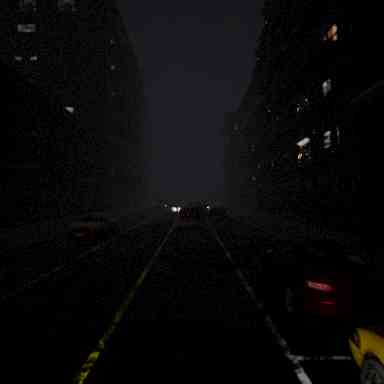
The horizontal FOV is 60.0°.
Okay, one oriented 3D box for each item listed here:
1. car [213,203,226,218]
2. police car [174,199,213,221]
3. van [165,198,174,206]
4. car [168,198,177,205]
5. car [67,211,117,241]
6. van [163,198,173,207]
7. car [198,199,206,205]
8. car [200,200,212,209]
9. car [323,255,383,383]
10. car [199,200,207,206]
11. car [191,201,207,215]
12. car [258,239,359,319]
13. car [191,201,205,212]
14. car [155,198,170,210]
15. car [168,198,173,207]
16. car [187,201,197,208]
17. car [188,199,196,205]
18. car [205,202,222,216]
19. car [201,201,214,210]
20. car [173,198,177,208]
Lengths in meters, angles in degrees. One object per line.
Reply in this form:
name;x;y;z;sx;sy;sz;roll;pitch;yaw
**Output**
car;2.584;1.949;34.835;1.887;1.381;4.507;1;-1;0
police car;0.275;1.792;31.885;1.930;1.638;5.238;0;-1;15
van;-5.293;2.349;79.141;1.690;1.788;3.998;1;-1;0
car;-5.293;2.490;90.201;2.192;1.841;5.009;1;-1;0
car;-5.294;1.728;18.144;1.752;1.417;4.829;2;-1;0
van;-5.292;2.267;73.609;1.690;1.788;3.998;2;-1;0
car;2.592;2.614;90.139;1.967;1.590;4.097;1;-1;0
car;2.583;2.321;62.486;2.008;1.369;4.403;1;-1;0
car;2.587;1.547;1.828;1.752;1.417;4.829;2;-1;0
car;2.583;2.552;79.077;1.887;1.381;4.507;1;-1;0
car;0.824;1.966;41.503;1.882;1.535;5.008;0;-1;0
car;2.585;1.662;7.186;1.802;1.307;4.206;1;-1;0
car;0.825;2.093;47.504;1.812;1.442;4.674;0;-1;0
car;-5.296;2.218;56.848;1.752;1.417;4.829;2;-1;0
car;-5.291;2.086;62.552;2.192;1.841;5.009;2;-1;0
car;-0.001;2.443;67.243;1.895;1.301;4.718;0;-1;0
car;-0.001;2.479;82.220;1.994;1.385;4.181;0;-1;0
car;2.585;2.001;40.536;1.752;1.417;4.829;1;-1;0
car;2.583;2.240;56.955;1.887;1.381;4.507;1;-1;0
car;-2.777;2.296;64.688;2.128;1.511;4.902;0;-1;1
